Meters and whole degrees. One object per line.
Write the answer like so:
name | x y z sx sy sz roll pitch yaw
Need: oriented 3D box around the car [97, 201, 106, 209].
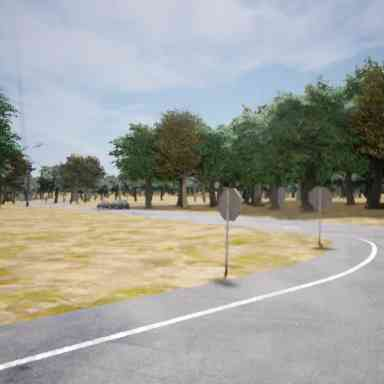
car | -15.732 2.331 60.207 1.994 1.385 4.181 2 -2 -34

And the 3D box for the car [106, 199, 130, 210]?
car | -12.025 2.013 54.900 2.097 1.767 4.553 2 -2 -34
